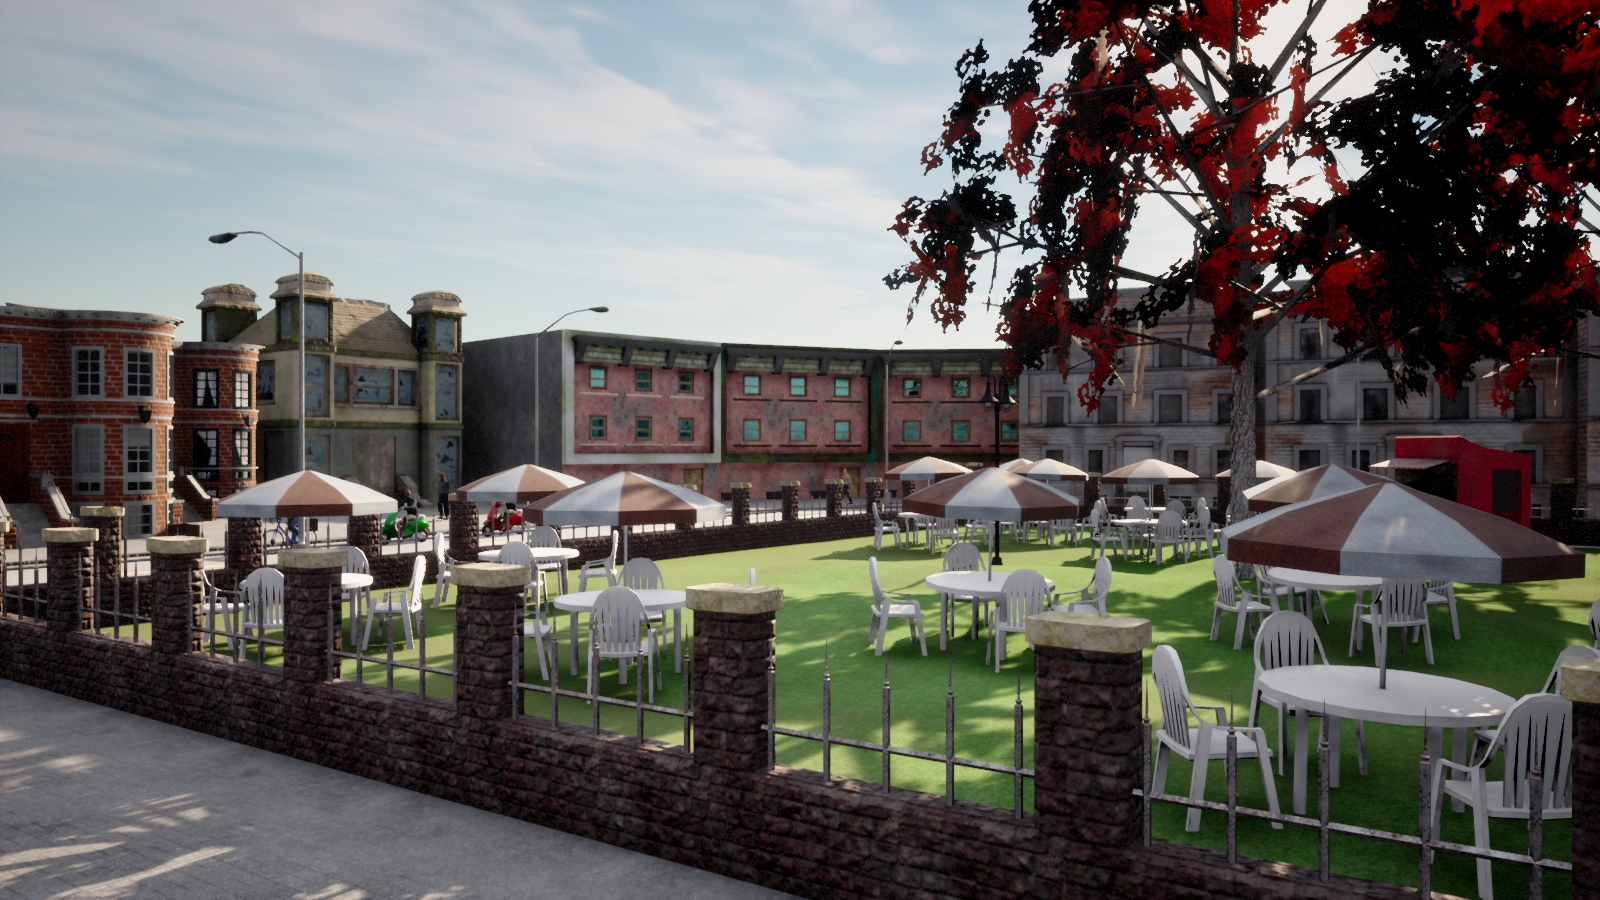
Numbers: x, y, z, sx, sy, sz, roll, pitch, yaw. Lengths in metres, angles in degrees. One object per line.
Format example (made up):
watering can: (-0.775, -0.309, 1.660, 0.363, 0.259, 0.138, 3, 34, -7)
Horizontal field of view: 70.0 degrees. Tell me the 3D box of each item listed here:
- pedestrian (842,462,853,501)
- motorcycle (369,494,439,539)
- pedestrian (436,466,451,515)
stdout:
pedestrian: (2.264, 1.514, 54.963, 0.375, 1.860, 0.375, 0, 0, -37)
motorcycle: (-11.759, 1.950, 33.969, 0.856, 1.236, 1.805, 0, 0, 35)
pedestrian: (-13.397, 1.516, 42.937, 0.375, 1.860, 0.375, 0, 0, 31)
